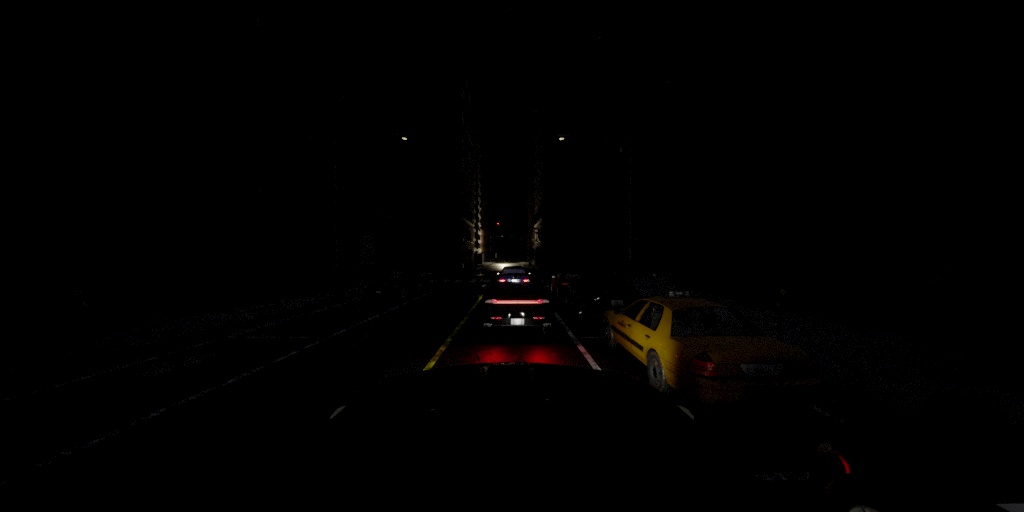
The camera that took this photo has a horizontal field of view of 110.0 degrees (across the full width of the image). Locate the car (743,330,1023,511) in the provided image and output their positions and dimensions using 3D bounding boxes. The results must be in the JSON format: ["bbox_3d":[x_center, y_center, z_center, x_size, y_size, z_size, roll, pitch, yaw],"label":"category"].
[{"bbox_3d":[2.872,1.301,0.669,2.007,1.370,4.403,0,0,0],"label":"car"}]

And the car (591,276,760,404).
[{"bbox_3d":[2.877,1.274,6.425,1.751,1.417,4.829,0,0,0],"label":"car"}]

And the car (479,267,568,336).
[{"bbox_3d":[0.108,1.239,10.367,2.128,1.511,4.902,0,0,0],"label":"car"}]

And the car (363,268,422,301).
[{"bbox_3d":[-5.661,1.289,17.430,1.888,1.381,4.507,0,0,0],"label":"car"}]

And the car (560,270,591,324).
[{"bbox_3d":[2.880,1.312,11.841,1.948,1.339,4.313,0,0,0],"label":"car"}]
